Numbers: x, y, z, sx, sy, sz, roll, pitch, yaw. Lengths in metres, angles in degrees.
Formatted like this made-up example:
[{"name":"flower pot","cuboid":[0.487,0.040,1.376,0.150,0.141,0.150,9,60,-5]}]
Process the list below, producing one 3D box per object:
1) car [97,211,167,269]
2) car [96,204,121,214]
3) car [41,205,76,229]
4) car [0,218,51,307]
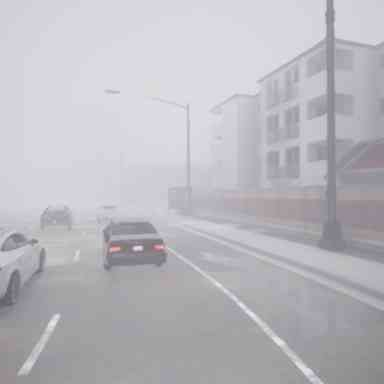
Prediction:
[{"name":"car","cuboid":[-2.147,1.603,11.505,2.033,1.411,5.357,0,0,-15]},{"name":"car","cuboid":[-6.729,1.669,26.971,1.812,1.442,4.674,0,-1,-17]},{"name":"car","cuboid":[-9.022,1.636,22.536,2.128,1.511,4.902,0,0,-17]},{"name":"car","cuboid":[-4.761,1.588,7.766,1.812,1.442,4.674,0,0,-14]}]
